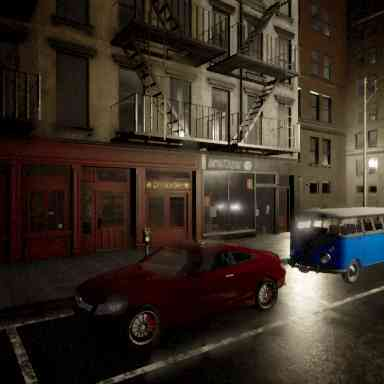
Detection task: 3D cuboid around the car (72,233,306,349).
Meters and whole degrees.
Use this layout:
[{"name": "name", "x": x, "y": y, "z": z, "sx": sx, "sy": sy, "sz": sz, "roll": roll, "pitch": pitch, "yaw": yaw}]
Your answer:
[{"name": "car", "x": -0.005, "y": 1.582, "z": 6.176, "sx": 4.206, "sy": 1.307, "sz": 1.802, "roll": 0, "pitch": 0, "yaw": -35}]

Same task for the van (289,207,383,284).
[{"name": "van", "x": 4.410, "y": 1.341, "z": 9.296, "sx": 3.998, "sy": 1.788, "sz": 1.690, "roll": 0, "pitch": 0, "yaw": -35}]
